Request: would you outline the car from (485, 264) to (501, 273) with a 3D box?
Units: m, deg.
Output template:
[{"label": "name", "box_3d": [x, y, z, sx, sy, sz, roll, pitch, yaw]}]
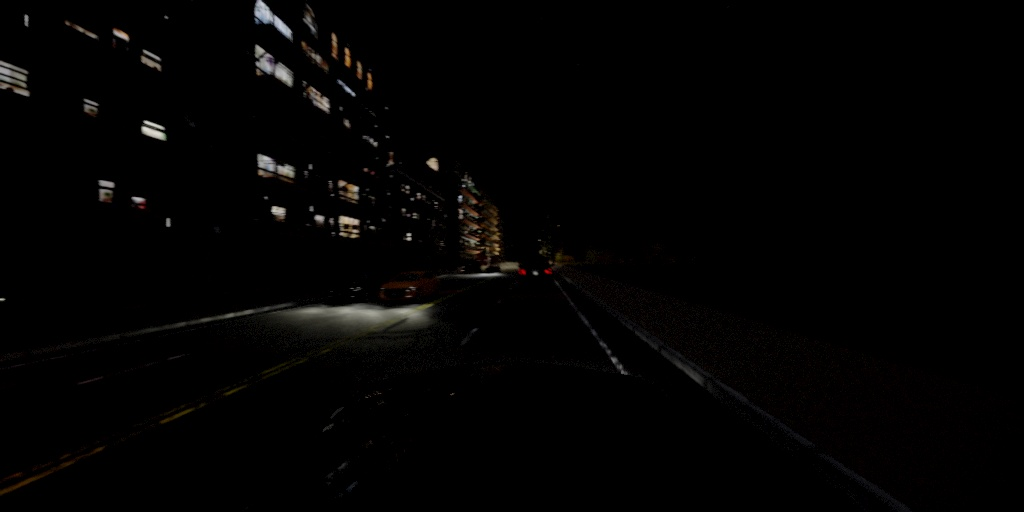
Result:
[{"label": "car", "box_3d": [-2.835, 1.887, 54.196, 1.895, 1.301, 4.718, -2, 0, 5]}]

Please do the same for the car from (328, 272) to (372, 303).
[{"label": "car", "box_3d": [-8.518, 1.689, 20.651, 1.882, 1.535, 5.008, -2, -1, 5]}]

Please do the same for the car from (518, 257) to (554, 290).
[{"label": "car", "box_3d": [1.603, 1.105, 23.969, 2.150, 2.045, 5.566, -2, 0, 4]}]

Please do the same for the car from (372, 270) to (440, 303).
[{"label": "car", "box_3d": [-5.361, 1.567, 19.386, 1.882, 1.535, 5.008, -2, -1, 5]}]

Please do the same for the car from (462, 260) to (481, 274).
[{"label": "car", "box_3d": [-6.072, 1.624, 54.629, 2.150, 2.045, 5.566, -2, 0, 5]}]
